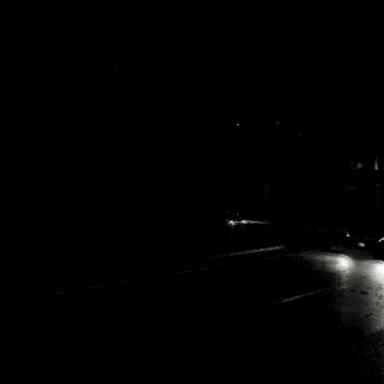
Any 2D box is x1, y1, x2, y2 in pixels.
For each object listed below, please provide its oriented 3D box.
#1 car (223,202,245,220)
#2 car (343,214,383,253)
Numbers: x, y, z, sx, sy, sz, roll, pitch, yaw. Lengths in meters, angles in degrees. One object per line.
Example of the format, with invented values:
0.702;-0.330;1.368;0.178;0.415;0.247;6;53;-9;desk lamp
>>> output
2.453;1.566;27.744;1.994;1.385;4.181;0;0;-35;car
7.954;1.613;13.232;4.674;1.442;1.812;0;0;-35;car
